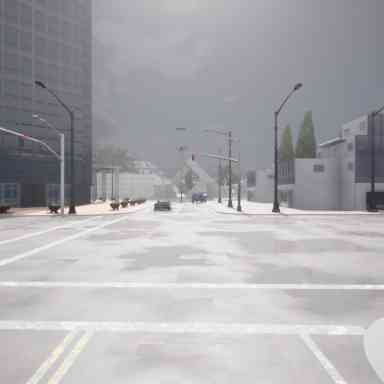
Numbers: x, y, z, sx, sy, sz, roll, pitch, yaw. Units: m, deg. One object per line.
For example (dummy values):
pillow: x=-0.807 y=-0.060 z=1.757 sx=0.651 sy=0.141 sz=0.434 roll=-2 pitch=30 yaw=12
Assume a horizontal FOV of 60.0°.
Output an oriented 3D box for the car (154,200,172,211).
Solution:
car: x=-3.614 y=1.601 z=41.604 sx=1.895 sy=1.301 sz=4.718 roll=0 pitch=0 yaw=0

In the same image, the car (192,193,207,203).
car: x=1.519 y=1.221 z=69.611 sx=2.150 sy=2.045 sz=5.566 roll=0 pitch=0 yaw=15
